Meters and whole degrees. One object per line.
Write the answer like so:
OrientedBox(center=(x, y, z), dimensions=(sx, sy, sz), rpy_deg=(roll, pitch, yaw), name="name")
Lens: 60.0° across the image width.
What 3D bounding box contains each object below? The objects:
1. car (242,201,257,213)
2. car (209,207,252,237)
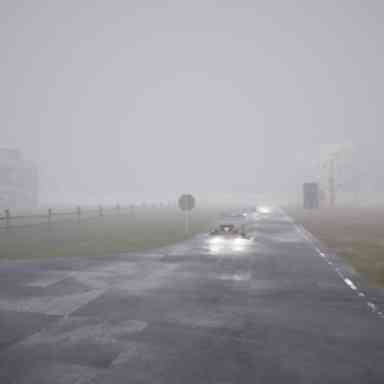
OrientedBox(center=(7.683, 1.999, 44.324), dimensions=(1.812, 1.442, 4.674), rpy_deg=(-1, -1, 12), name="car")
OrientedBox(center=(2.269, 1.802, 19.755), dimensions=(1.994, 1.385, 4.181), rpy_deg=(-1, -1, 12), name="car")
